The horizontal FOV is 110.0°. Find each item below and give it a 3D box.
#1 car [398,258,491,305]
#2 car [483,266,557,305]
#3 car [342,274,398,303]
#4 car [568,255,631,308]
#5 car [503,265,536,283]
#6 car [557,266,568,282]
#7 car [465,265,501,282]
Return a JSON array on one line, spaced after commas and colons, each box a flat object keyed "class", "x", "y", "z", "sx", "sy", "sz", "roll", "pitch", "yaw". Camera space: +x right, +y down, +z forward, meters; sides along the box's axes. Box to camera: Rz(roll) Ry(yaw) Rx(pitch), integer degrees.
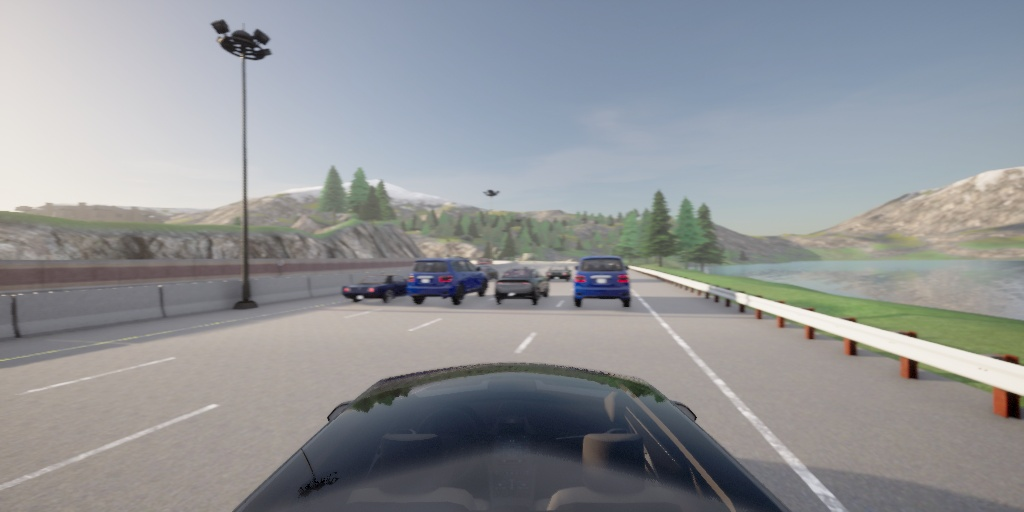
[{"class": "car", "x": -2.892, "y": 1.117, "z": 17.299, "sx": 2.150, "sy": 2.045, "sz": 5.566, "roll": -1, "pitch": 0, "yaw": 14}, {"class": "car", "x": 0.578, "y": 1.338, "z": 16.717, "sx": 2.128, "sy": 1.511, "sz": 4.902, "roll": -1, "pitch": 0, "yaw": 14}, {"class": "car", "x": -6.261, "y": 1.557, "z": 18.226, "sx": 1.895, "sy": 1.301, "sz": 4.718, "roll": -1, "pitch": 0, "yaw": 14}, {"class": "car", "x": 3.899, "y": 1.006, "z": 15.607, "sx": 2.150, "sy": 2.045, "sz": 5.566, "roll": -1, "pitch": 0, "yaw": 14}, {"class": "car", "x": 0.752, "y": 1.550, "z": 31.939, "sx": 1.895, "sy": 1.301, "sz": 4.718, "roll": -1, "pitch": 0, "yaw": 14}, {"class": "car", "x": 4.148, "y": 1.494, "z": 31.096, "sx": 1.895, "sy": 1.301, "sz": 4.718, "roll": -1, "pitch": 0, "yaw": 14}, {"class": "car", "x": -2.601, "y": 1.569, "z": 32.946, "sx": 1.994, "sy": 1.385, "sz": 4.181, "roll": -1, "pitch": 0, "yaw": 14}]
